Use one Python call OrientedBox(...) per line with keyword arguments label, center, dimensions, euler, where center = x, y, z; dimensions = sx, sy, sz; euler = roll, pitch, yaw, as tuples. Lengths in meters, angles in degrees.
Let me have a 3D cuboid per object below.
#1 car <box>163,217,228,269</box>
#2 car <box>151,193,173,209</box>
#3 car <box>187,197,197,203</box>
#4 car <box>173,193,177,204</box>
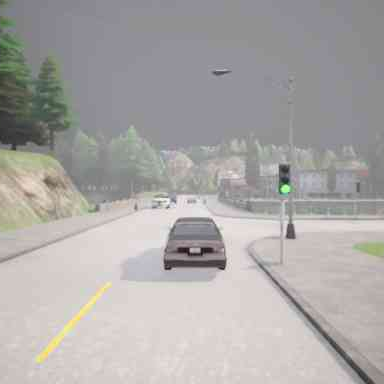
OrientedBox(label="car", center=(0.101, 1.540, 11.017), dimensions=(2.033, 1.411, 5.357), euler=(0, 0, 0))
OrientedBox(label="car", center=(-4.086, 1.186, 44.372), dimensions=(2.150, 2.045, 5.566), euler=(0, 1, 0))
OrientedBox(label="car", center=(0.002, 1.554, 64.990), dimensions=(1.895, 1.301, 4.718), euler=(0, 0, 0))
OrientedBox(label="car", center=(-4.007, 1.177, 62.707), dimensions=(2.150, 2.045, 5.566), euler=(0, 0, 1))
